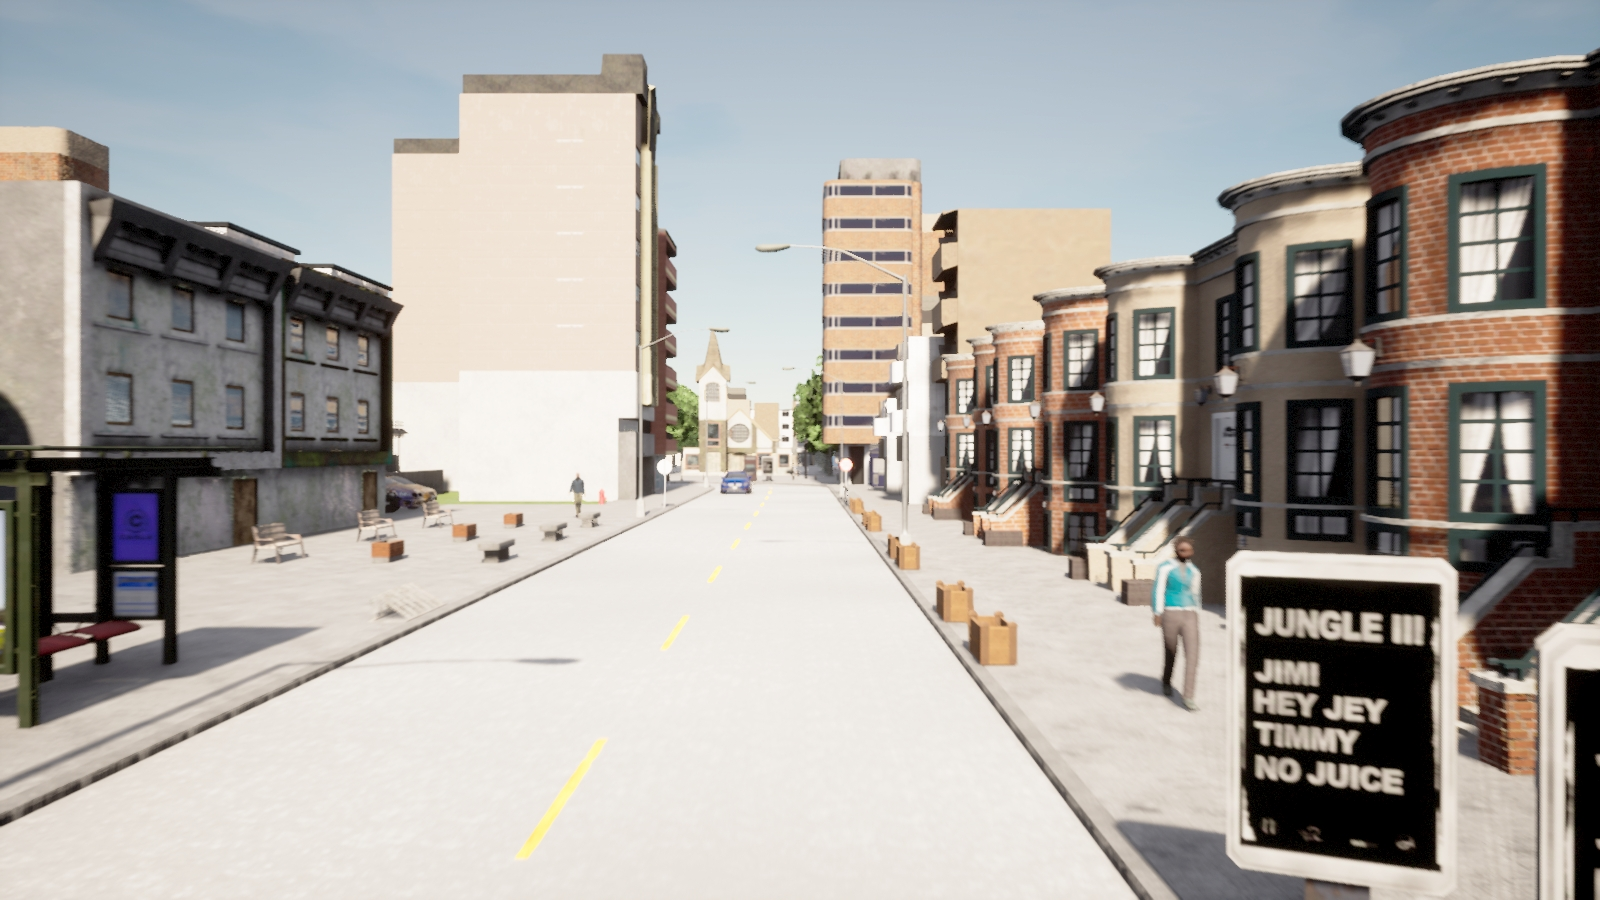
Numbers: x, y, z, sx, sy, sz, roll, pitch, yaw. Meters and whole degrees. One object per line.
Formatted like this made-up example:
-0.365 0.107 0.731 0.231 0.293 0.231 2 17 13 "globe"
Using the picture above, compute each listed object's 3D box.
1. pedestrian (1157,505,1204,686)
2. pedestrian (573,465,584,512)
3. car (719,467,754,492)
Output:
4.023 1.525 12.092 0.375 1.860 0.375 0 0 -1 "pedestrian"
-8.757 1.525 45.180 0.375 1.860 0.375 0 0 -3 "pedestrian"
-4.059 1.861 73.217 2.002 1.442 4.674 0 0 0 "car"
